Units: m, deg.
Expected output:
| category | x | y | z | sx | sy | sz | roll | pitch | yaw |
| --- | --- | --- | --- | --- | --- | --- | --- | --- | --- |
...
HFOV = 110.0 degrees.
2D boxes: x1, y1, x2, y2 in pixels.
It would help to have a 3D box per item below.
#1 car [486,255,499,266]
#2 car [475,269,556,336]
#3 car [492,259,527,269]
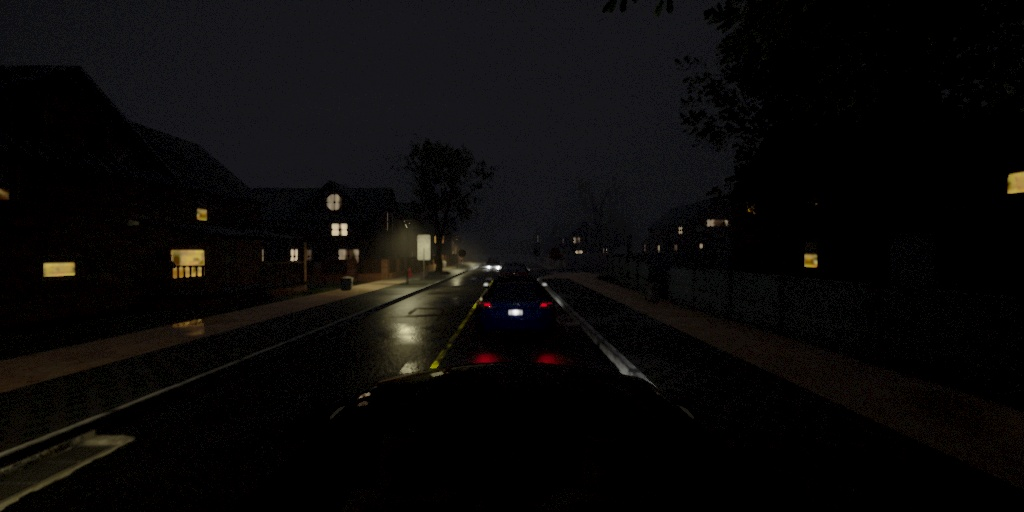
| category | x | y | z | sx | sy | sz | roll | pitch | yaw |
| --- | --- | --- | --- | --- | --- | --- | --- | --- | --- |
| car | -2.845 | 0.782 | 54.893 | 1.895 | 1.301 | 4.718 | 0 | 1 | 0 |
| car | 0.095 | 1.229 | 10.132 | 1.994 | 1.385 | 4.181 | 0 | 1 | 0 |
| car | 0.125 | 1.096 | 21.382 | 2.033 | 1.411 | 5.357 | 0 | 1 | 1 |
